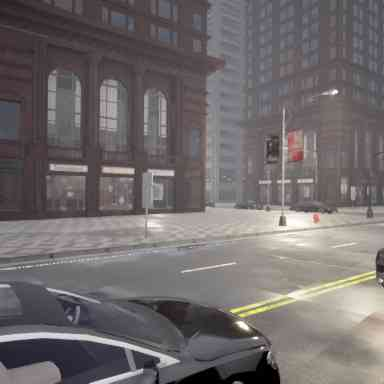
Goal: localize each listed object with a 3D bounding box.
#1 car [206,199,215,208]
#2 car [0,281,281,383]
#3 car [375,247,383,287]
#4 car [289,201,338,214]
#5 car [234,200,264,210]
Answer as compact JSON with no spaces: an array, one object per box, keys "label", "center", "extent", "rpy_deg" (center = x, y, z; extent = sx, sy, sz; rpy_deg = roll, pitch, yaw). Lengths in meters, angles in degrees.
[{"label":"car","center":[1.679,1.748,53.774],"extent":[1.882,1.535,5.008],"rpy_deg":[1,-1,-35]},{"label":"car","center":[-1.396,1.492,2.444],"extent":[4.902,1.511,2.128],"rpy_deg":[0,0,-36]},{"label":"car","center":[6.218,1.516,7.868],"extent":[4.892,1.490,1.837],"rpy_deg":[0,0,-35]},{"label":"car","center":[13.467,1.725,37.182],"extent":[2.033,1.411,5.357],"rpy_deg":[1,-1,-35]},{"label":"car","center":[7.710,1.787,45.283],"extent":[1.994,1.385,4.181],"rpy_deg":[1,-1,-35]}]
